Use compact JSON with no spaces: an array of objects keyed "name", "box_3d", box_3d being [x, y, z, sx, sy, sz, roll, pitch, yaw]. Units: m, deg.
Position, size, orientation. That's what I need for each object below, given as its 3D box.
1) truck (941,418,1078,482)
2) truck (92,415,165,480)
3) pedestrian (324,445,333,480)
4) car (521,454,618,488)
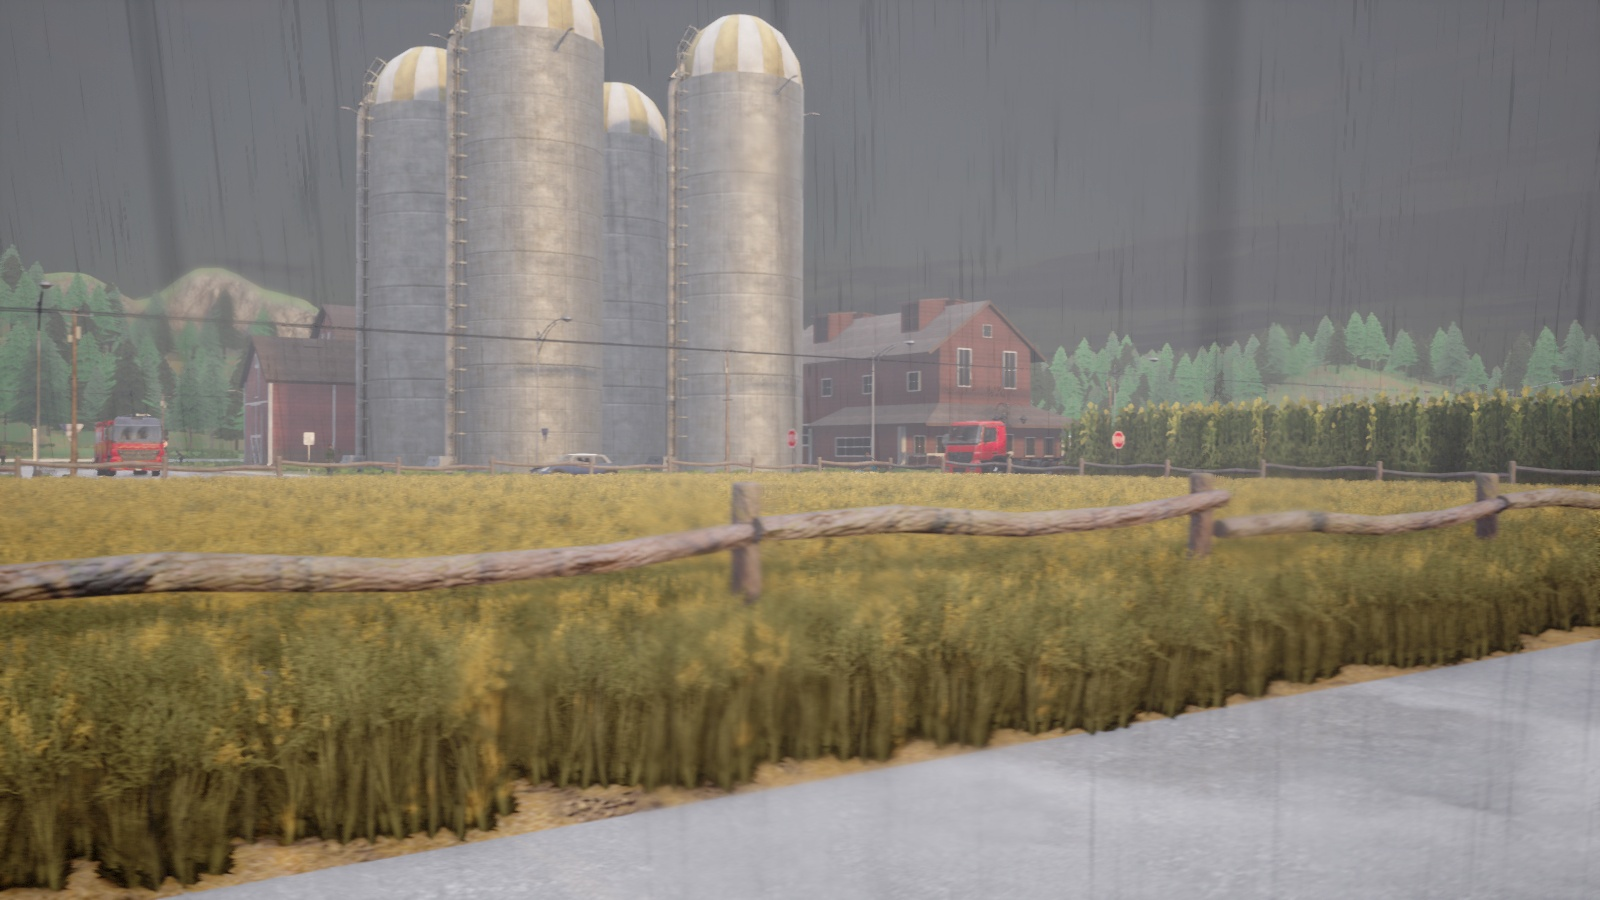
[{"name":"truck","box_3d":[11.981,-0.015,71.514,7.936,3.462,2.891,0,0,-35]},{"name":"truck","box_3d":[-41.539,-0.131,77.516,2.891,3.827,8.468,0,0,-36]},{"name":"pedestrian","box_3d":[-24.904,0.639,66.344,0.353,1.847,0.614,0,0,-32]},{"name":"car","box_3d":[-10.294,0.904,56.113,3.806,1.475,1.970,0,0,-35]}]
